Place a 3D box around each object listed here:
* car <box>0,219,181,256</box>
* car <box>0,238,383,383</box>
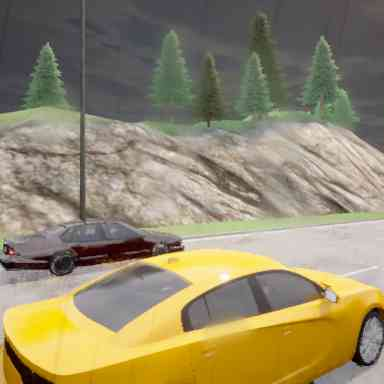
[{"bbox_3d":[-2.864,1.547,10.294,5.357,1.411,2.033,0,0,-36],"label":"car"},{"bbox_3d":[0.468,1.478,4.084,5.008,1.535,1.882,0,0,-36],"label":"car"}]
